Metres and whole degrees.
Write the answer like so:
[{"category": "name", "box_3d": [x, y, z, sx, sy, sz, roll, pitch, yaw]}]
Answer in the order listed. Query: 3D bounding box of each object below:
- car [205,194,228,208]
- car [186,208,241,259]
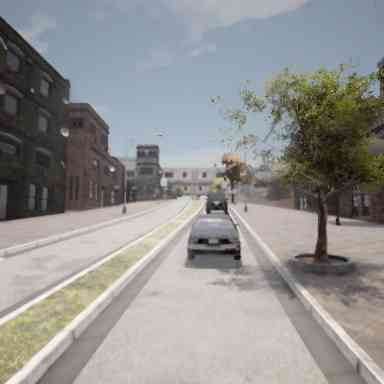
[{"category": "car", "box_3d": [2.543, 1.203, 34.100, 2.150, 2.045, 5.566, 0, 0, 5]}, {"category": "car", "box_3d": [0.843, 1.547, 12.608, 2.033, 1.411, 5.357, 0, 0, 4]}]
